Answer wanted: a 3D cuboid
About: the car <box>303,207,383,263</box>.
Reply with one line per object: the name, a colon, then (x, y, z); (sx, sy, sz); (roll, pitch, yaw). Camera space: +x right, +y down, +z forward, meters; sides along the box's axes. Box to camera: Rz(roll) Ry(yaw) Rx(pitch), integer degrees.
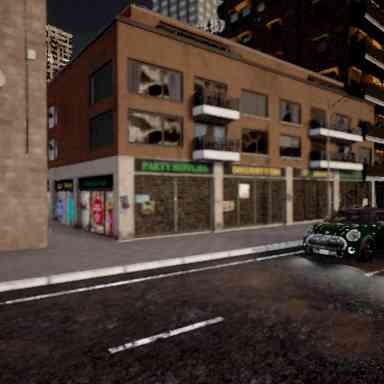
car: (6.117, 1.375, 12.256); (4.553, 1.767, 2.097); (0, 0, -37)
